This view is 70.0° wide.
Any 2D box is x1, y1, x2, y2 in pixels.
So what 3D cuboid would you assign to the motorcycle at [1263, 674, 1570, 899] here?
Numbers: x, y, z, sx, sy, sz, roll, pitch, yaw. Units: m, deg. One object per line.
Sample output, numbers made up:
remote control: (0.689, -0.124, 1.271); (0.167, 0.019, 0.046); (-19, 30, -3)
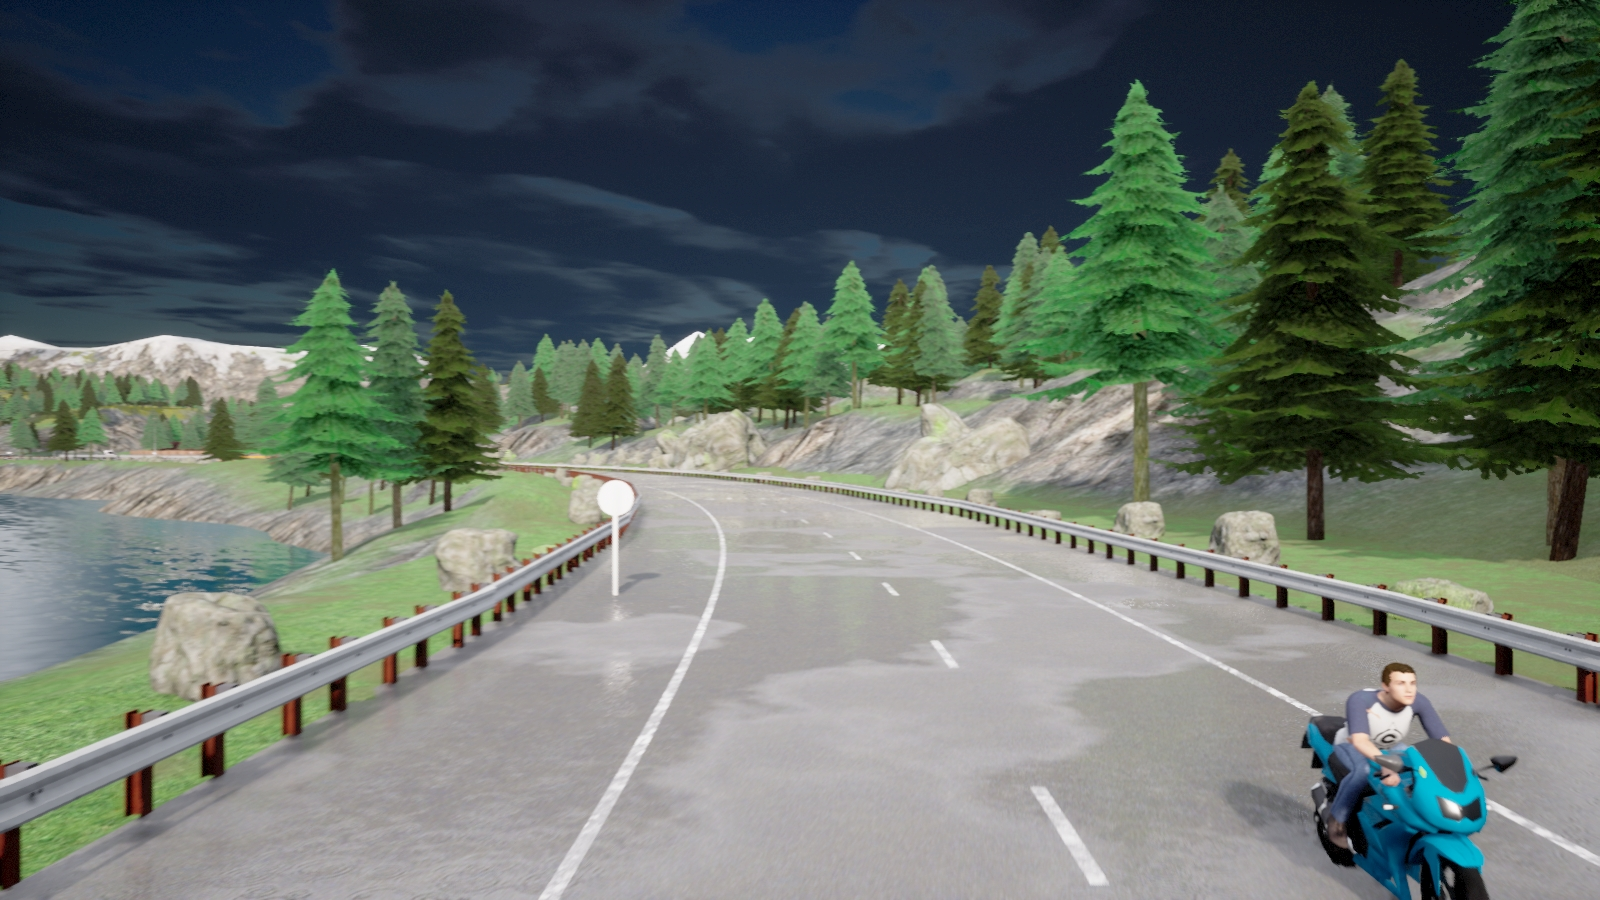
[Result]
motorcycle: (3.624, 2.179, 6.972); (0.803, 1.217, 2.033); (0, 0, 1)
